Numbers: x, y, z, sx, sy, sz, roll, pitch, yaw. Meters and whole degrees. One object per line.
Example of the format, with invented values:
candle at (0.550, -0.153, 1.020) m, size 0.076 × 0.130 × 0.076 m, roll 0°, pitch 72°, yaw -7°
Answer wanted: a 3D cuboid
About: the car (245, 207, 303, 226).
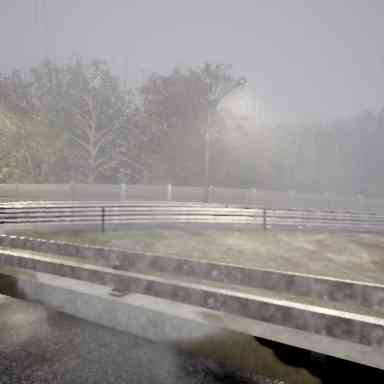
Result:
car at (6.683, 1.968, 27.135) m, size 4.892 × 1.490 × 1.837 m, roll 0°, pitch 0°, yaw -16°
